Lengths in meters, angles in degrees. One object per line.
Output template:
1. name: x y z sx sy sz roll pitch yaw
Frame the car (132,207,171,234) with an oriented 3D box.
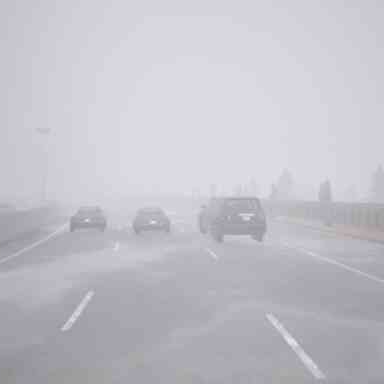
1. car: -2.419 1.534 19.190 1.994 1.385 4.181 0 0 -12

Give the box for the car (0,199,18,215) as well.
1. car: -15.567 1.551 27.171 2.033 1.411 5.357 0 0 -19

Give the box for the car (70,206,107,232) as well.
1. car: -6.256 1.546 20.408 1.994 1.385 4.181 0 0 -13

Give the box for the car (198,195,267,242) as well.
1. car: 1.782 1.181 16.255 2.150 2.045 5.566 0 0 -10

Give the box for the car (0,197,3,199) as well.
1. car: -37.033 1.526 62.728 2.128 1.511 4.902 0 0 -44
